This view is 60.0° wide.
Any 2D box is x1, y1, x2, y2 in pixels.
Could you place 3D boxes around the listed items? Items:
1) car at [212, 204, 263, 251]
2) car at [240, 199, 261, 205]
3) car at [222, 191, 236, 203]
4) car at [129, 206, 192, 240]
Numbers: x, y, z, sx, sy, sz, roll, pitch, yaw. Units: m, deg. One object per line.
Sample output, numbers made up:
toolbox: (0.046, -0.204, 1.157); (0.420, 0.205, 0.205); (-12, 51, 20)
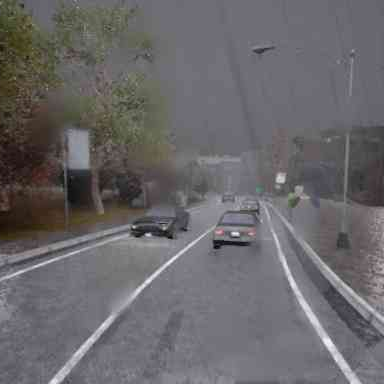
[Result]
car: (1.997, 1.500, 14.089); (2.033, 1.411, 5.357); (1, 1, 11)
car: (5.705, 1.416, 32.582); (2.033, 1.411, 5.357); (1, 1, 11)
car: (6.433, 0.889, 58.054); (2.150, 2.045, 5.566); (1, 1, 7)
car: (-1.311, 1.401, 16.537); (2.033, 1.411, 5.357); (1, 1, 11)
